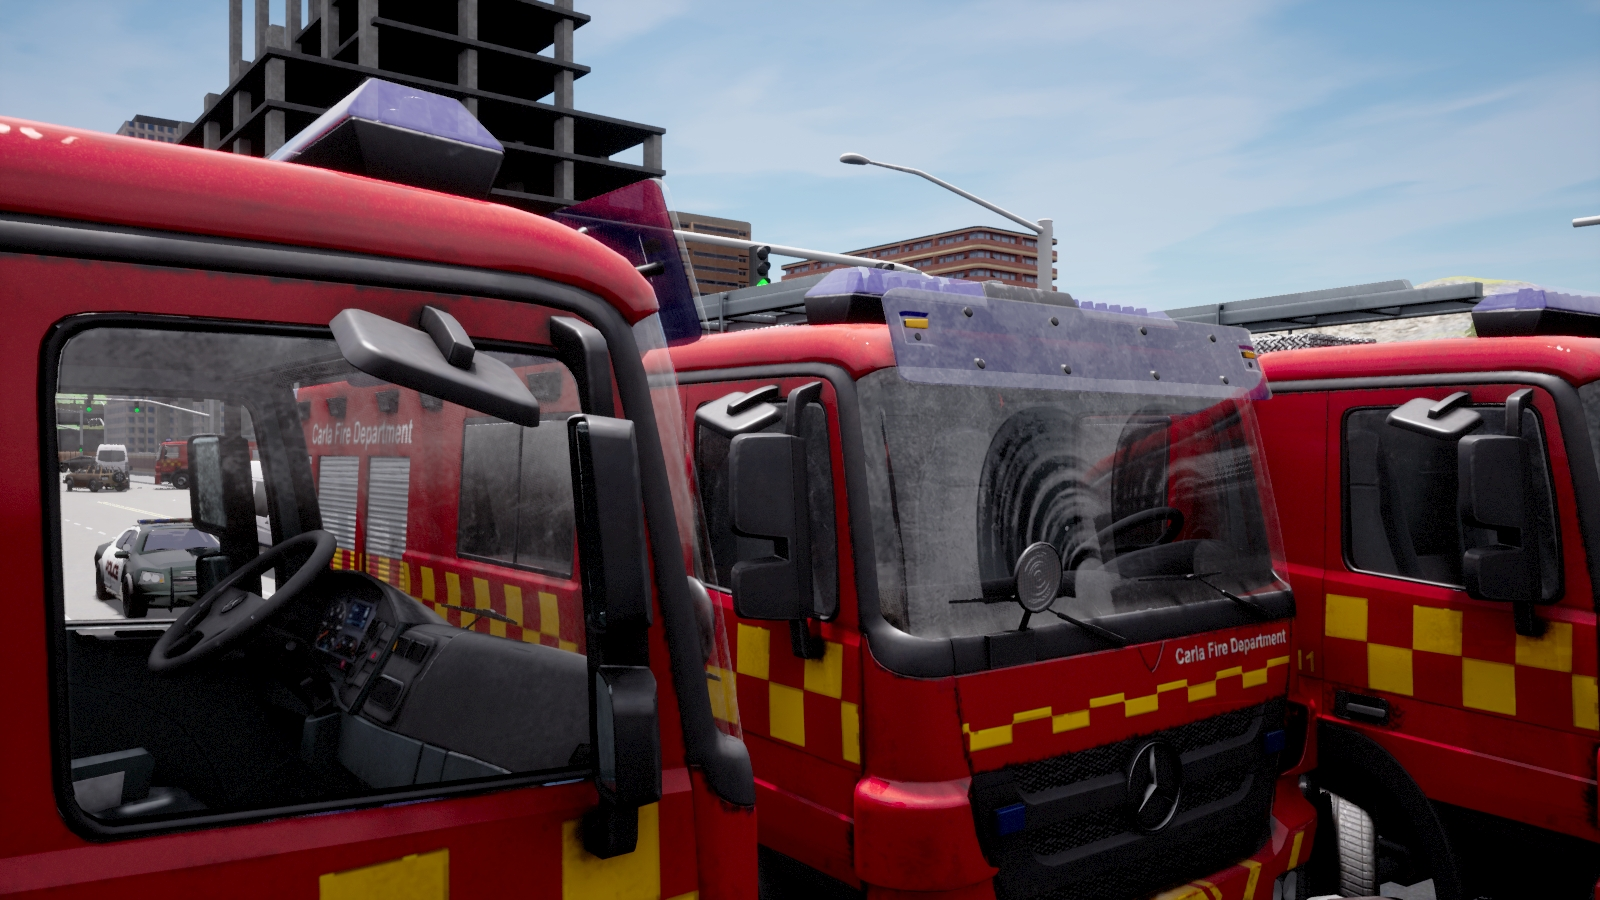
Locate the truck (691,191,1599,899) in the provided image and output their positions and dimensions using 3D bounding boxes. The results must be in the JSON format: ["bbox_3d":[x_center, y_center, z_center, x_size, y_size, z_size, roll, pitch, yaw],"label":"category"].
[{"bbox_3d":[2.348,0.890,8.605,2.891,3.827,8.468,0,0,-31],"label":"truck"}]

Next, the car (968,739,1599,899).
[{"bbox_3d":[2.437,2.065,3.109,1.970,1.475,3.806,0,0,-30],"label":"car"}]

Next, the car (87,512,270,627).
[{"bbox_3d":[-11.386,2.037,20.746,2.038,1.542,4.974,0,0,-39],"label":"car"}]

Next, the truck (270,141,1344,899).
[{"bbox_3d":[-1.099,0.890,8.003,2.891,3.827,8.468,0,0,-38],"label":"truck"}]
